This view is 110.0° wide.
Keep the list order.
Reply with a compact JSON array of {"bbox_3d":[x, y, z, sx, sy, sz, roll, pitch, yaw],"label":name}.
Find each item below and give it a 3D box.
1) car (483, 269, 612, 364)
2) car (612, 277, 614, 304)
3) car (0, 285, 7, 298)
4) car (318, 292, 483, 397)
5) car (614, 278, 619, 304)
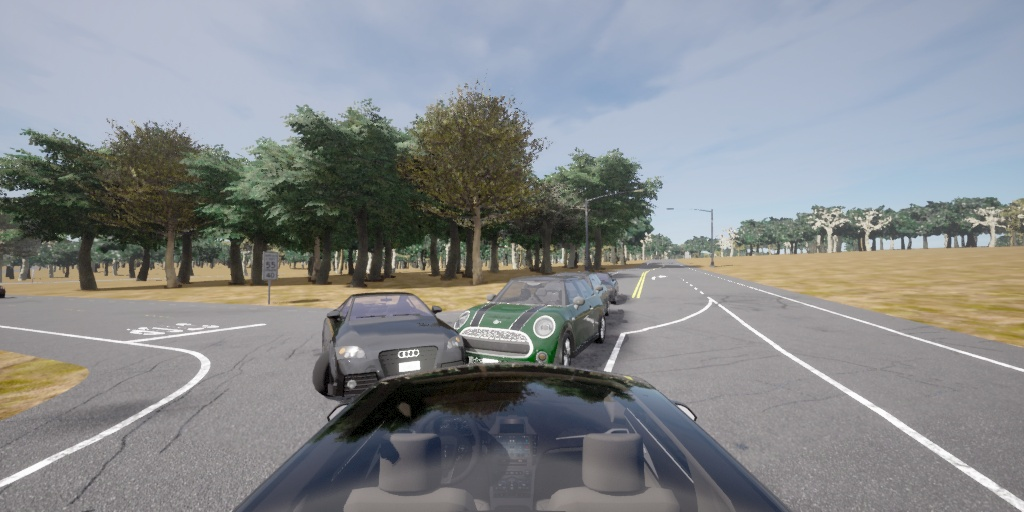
[{"bbox_3d":[0.617,1.218,7.821,2.097,1.767,4.553,-1,-2,26],"label":"car"},{"bbox_3d":[2.024,1.344,12.134,2.097,1.767,4.553,-1,-1,21],"label":"car"},{"bbox_3d":[-40.860,2.561,27.378,4.181,1.385,1.994,-2,-3,22],"label":"car"},{"bbox_3d":[-2.354,1.376,6.616,1.994,1.385,4.181,1,-2,-29],"label":"car"},{"bbox_3d":[4.217,1.509,17.861,1.994,1.385,4.181,-1,0,19],"label":"car"}]
